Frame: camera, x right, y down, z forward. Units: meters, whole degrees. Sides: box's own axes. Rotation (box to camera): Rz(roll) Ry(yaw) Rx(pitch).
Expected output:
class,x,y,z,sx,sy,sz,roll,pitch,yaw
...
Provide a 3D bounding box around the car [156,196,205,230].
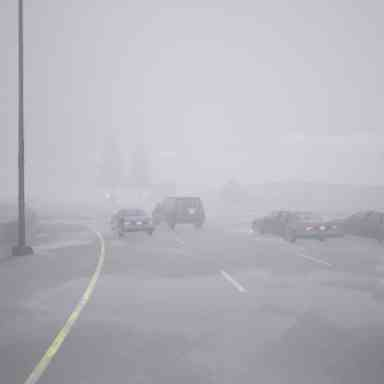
class,x,y,z,sx,sy,sz,roll,pitch,yaw
car,-0.994,1.302,22.094,2.150,2.045,5.566,0,0,-21

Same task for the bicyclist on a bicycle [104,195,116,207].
class,x,y,z,sx,sy,sz,roll,pitch,yaw
bicyclist on a bicycle,-14.517,1.614,58.962,0.582,1.620,1.656,0,-23,37

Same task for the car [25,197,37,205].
class,x,y,z,sx,sy,sz,roll,pitch,yaw
car,-32.680,1.724,66.084,4.892,1.490,1.837,0,0,37

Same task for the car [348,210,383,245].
class,x,y,z,sx,sy,sz,roll,pitch,yaw
car,8.642,1.550,15.474,2.033,1.411,5.357,0,0,-14

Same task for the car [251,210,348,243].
class,x,y,z,sx,sy,sz,roll,pitch,yaw
car,4.807,1.575,16.363,2.033,1.411,5.357,0,0,-15

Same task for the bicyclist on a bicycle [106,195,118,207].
class,x,y,z,sx,sy,sz,roll,pitch,yaw
bicyclist on a bicycle,-14.110,1.610,58.648,0.582,1.620,1.656,-1,-23,36

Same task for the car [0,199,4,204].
class,x,y,z,sx,sy,sz,roll,pitch,yaw
car,-36.861,1.772,60.470,5.357,1.411,2.033,0,0,37

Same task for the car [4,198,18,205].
class,x,y,z,sx,sy,sz,roll,pitch,yaw
car,-34.770,1.768,63.277,5.357,1.411,2.033,0,0,37

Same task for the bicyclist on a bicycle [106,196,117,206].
class,x,y,z,sx,sy,sz,roll,pitch,yaw
bicyclist on a bicycle,-13.661,1.608,58.291,0.582,1.620,1.656,1,-21,38

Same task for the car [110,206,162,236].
class,x,y,z,sx,sy,sz,roll,pitch,yaw
car,-3.520,1.632,19.061,2.033,1.411,5.357,0,0,-20
